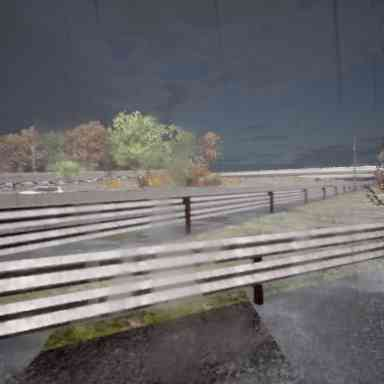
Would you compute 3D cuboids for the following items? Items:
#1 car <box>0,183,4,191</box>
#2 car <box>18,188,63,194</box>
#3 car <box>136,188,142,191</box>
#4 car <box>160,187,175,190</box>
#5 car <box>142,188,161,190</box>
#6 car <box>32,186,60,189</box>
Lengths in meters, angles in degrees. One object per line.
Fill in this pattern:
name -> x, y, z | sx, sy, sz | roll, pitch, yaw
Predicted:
car -> -35.666, -0.943, 58.776 | 2.097, 1.767, 4.553 | -1, 3, 11
car -> -16.163, 0.652, 36.213 | 2.128, 1.511, 4.902 | 0, 1, 31
car -> -8.469, 0.133, 56.014 | 2.097, 1.767, 4.553 | 0, 1, 30
car -> -2.449, 0.243, 52.440 | 1.837, 1.490, 4.892 | 0, 1, 30
car -> -5.454, 0.063, 54.238 | 2.097, 1.767, 4.553 | 0, 1, 30
car -> -18.113, 0.352, 39.806 | 2.150, 2.045, 5.566 | 0, 1, 31
